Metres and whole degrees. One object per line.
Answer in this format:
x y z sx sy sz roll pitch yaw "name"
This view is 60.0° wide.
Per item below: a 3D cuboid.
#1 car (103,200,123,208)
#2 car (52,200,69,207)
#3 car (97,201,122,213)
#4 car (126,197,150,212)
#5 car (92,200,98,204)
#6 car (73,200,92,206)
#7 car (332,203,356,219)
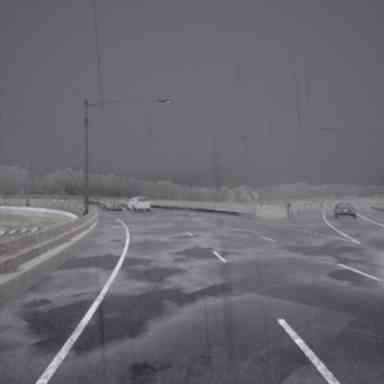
-15.787 2.365 66.362 1.895 1.301 4.718 0 -1 -40 "car"
-27.372 2.361 69.253 5.008 1.535 1.882 -1 -1 45 "car"
-11.256 2.087 46.489 2.033 1.411 5.357 0 -1 -28 "car"
-7.662 1.740 46.990 2.150 2.045 5.566 0 -1 -27 "car"
-22.406 2.320 74.194 4.718 1.301 1.895 -1 -1 45 "car"
-23.604 2.343 70.297 1.882 1.535 5.008 0 -1 -42 "car"
14.685 1.754 32.122 2.033 1.411 5.357 -1 -1 21 "car"
